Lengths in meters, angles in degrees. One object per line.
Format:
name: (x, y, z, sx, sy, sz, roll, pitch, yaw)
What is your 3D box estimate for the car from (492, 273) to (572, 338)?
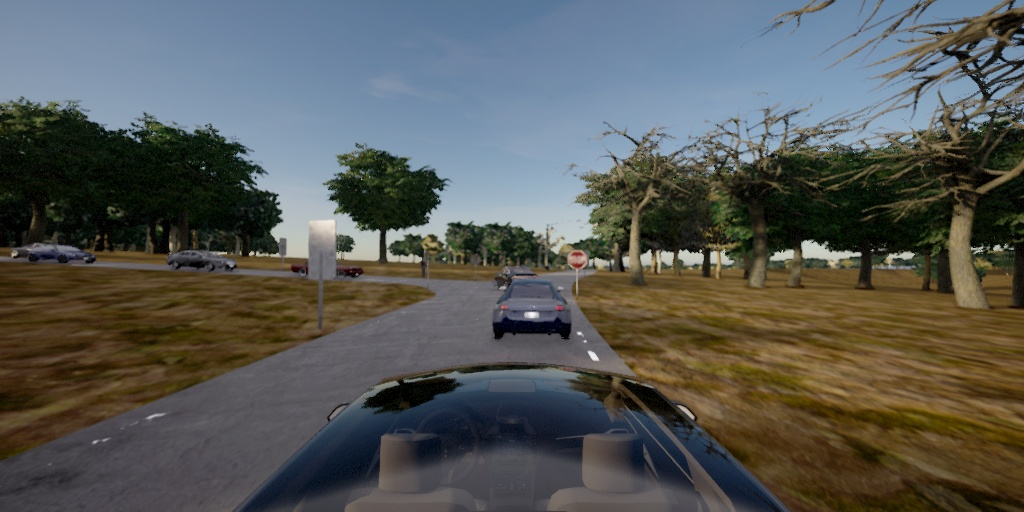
car: (0.574, 1.354, 10.356, 1.994, 1.385, 4.181, 0, 0, 3)

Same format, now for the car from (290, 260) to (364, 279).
car: (-13.232, 0.906, 25.905, 4.718, 1.301, 1.895, 2, -1, 7)

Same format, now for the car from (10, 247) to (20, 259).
car: (-43.214, -0.424, 32.991, 4.902, 1.511, 2.128, 3, -1, 7)

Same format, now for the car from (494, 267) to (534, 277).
car: (0.155, 1.383, 21.932, 2.128, 1.511, 4.902, 0, -1, -16)

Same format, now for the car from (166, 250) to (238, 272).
car: (-23.468, 0.357, 27.237, 4.902, 1.511, 2.128, 2, -1, 7)

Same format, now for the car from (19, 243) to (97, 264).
car: (-36.319, -0.162, 28.938, 4.674, 1.442, 1.812, 2, -1, 8)

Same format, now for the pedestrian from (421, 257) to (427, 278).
pedestrian: (-7.764, 0.973, 31.592, 0.375, 1.860, 0.375, 0, -4, 7)
